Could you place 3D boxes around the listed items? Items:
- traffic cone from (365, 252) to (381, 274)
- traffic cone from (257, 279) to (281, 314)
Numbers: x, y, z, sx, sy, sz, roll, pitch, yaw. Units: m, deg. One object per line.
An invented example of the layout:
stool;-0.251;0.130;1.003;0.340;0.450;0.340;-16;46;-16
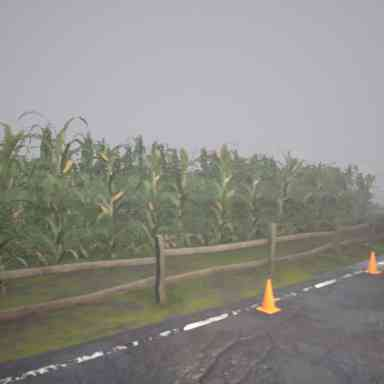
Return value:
traffic cone;5.229;2.023;9.614;0.340;0.580;0.340;0;0;-42
traffic cone;1.498;1.995;6.472;0.340;0.580;0.340;0;0;-39
